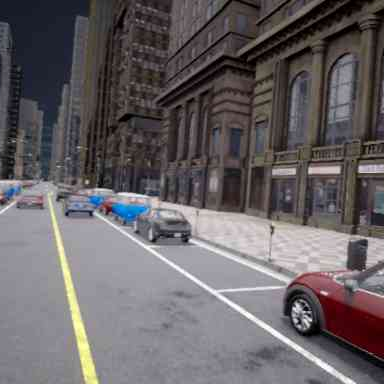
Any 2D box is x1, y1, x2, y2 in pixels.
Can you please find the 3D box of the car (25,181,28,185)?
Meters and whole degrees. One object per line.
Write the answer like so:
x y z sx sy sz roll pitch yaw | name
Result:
-25.161 -0.517 47.803 1.752 1.417 4.829 4 0 -24 | car

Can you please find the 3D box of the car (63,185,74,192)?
-28.345 -0.818 76.084 2.008 1.369 4.403 4 0 -24 | car

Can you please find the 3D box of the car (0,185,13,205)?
-16.072 0.285 27.193 1.802 1.307 4.206 4 0 -24 | car

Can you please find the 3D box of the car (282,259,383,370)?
3.163 1.656 4.694 1.967 1.590 4.097 4 0 -24 | car

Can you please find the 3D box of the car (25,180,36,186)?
-38.374 -1.804 77.781 2.192 1.841 5.009 4 0 -24 | car

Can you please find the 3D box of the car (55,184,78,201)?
-14.487 0.291 37.984 1.837 1.490 4.892 4 1 -23 | car

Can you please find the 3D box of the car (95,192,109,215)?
-6.008 1.003 25.462 1.887 1.381 4.507 4 0 -24 | car

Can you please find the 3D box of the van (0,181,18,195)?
-18.345 -0.143 32.384 1.690 1.788 3.998 4 0 -24 | van

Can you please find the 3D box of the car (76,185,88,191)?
-12.872 0.334 41.036 1.967 1.590 4.097 4 0 -24 | car

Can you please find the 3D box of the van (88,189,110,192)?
-8.283 0.611 30.652 1.690 1.788 3.998 4 0 -24 | van

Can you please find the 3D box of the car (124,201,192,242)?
-1.427 1.387 15.079 2.008 1.369 4.403 4 0 -24 | car

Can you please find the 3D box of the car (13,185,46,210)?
-12.456 0.502 25.842 1.812 1.442 4.674 4 0 -24 | car

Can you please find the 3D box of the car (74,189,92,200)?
-15.173 0.288 46.228 1.802 1.307 4.206 4 0 -24 | car

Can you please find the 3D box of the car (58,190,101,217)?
-8.032 0.862 23.401 2.033 1.411 5.357 4 0 -24 | car

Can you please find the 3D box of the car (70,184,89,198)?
-17.444 -0.166 51.418 2.192 1.841 5.009 4 0 -24 | car

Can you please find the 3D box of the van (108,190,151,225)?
-3.702 0.988 20.270 1.690 1.788 3.998 4 0 -24 | van

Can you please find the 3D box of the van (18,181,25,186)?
-22.926 -0.519 42.767 1.690 1.788 3.998 4 0 -24 | van

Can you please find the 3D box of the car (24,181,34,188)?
-40.660 -1.864 82.940 1.967 1.590 4.097 4 0 -24 | car
